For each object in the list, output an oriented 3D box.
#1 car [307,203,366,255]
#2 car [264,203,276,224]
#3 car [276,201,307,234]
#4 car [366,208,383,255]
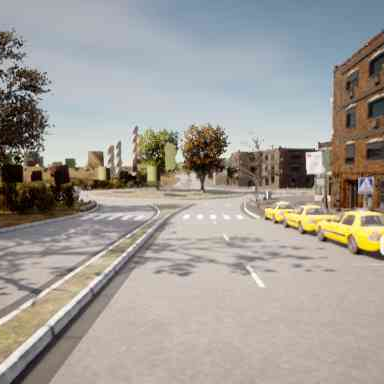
[{"bbox_3d":[6.475,1.420,12.927,1.946,1.575,5.366,0,0,0],"label":"car"},{"bbox_3d":[6.485,1.421,23.975,1.946,1.575,5.366,0,0,0],"label":"car"},{"bbox_3d":[6.475,1.419,18.452,1.946,1.575,5.366,0,0,0],"label":"car"},{"bbox_3d":[6.472,1.172,7.118,2.435,2.045,5.566,0,0,0],"label":"car"}]
